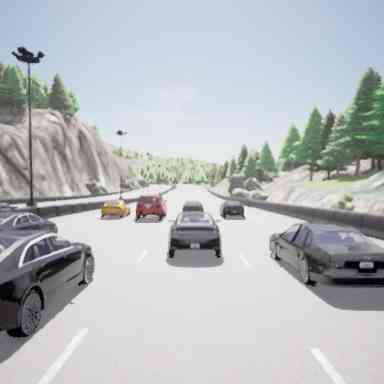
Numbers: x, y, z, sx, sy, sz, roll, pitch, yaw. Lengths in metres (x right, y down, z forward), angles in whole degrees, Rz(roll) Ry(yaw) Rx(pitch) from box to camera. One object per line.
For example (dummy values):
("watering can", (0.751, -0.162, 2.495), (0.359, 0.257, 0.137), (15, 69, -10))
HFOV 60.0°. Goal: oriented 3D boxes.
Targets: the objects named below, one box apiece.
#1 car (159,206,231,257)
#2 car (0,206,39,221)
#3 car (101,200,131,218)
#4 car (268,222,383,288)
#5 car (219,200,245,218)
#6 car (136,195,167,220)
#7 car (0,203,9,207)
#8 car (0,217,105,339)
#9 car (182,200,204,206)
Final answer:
("car", (0.100, 1.506, 12.979), (2.128, 1.511, 4.902), (0, 0, 0))
("car", (-6.900, 1.506, 12.919), (2.128, 1.511, 4.902), (0, 0, 0))
("car", (-6.900, 1.511, 30.512), (1.882, 1.535, 5.008), (0, 0, 0))
("car", (3.600, 1.558, 9.371), (2.033, 1.411, 5.357), (0, 0, 0))
("car", (3.601, 1.511, 30.567), (1.882, 1.535, 5.008), (0, 0, 0))
("car", (-3.401, 1.253, 28.391), (2.150, 2.045, 5.566), (0, 0, 0))
("car", (-17.597, 1.633, 29.415), (1.895, 1.301, 4.718), (0, 0, 0))
("car", (-3.401, 1.499, 6.580), (2.128, 1.511, 4.902), (0, 0, 0))
("car", (0.100, 1.511, 30.551), (1.882, 1.535, 5.008), (0, 0, 0))
